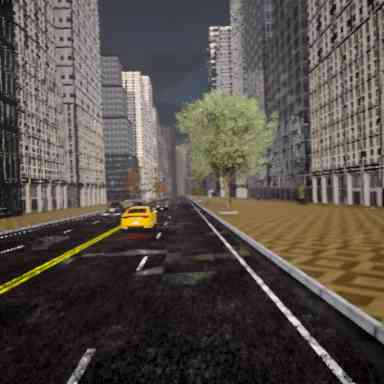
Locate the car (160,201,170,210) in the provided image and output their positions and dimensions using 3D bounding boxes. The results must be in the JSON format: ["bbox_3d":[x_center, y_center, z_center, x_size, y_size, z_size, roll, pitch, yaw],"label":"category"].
[{"bbox_3d":[-4.129,1.987,47.614,1.895,1.301,4.718,-2,0,-2],"label":"car"}]

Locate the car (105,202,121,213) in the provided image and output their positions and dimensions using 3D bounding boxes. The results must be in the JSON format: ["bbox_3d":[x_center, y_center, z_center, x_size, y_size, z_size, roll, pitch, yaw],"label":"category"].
[{"bbox_3d":[-10.703,2.204,46.597,1.812,1.442,4.674,-2,0,-1],"label":"car"}]

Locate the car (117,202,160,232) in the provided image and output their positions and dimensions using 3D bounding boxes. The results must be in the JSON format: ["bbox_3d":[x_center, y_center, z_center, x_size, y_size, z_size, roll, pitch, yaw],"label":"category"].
[{"bbox_3d":[-3.487,1.719,22.544,1.882,1.535,5.008,-2,0,-1],"label":"car"}]
